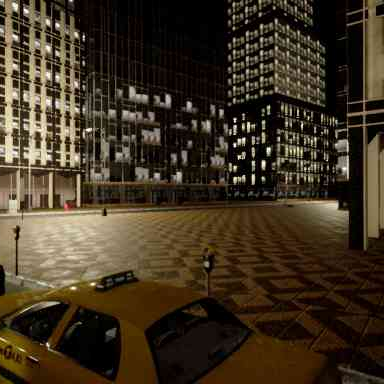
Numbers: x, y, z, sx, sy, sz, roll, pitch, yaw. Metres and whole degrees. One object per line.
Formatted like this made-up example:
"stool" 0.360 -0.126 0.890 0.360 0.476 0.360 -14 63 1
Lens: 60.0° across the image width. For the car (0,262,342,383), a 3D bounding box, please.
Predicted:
"car" -0.982 1.525 3.575 4.829 1.417 1.752 0 0 35
